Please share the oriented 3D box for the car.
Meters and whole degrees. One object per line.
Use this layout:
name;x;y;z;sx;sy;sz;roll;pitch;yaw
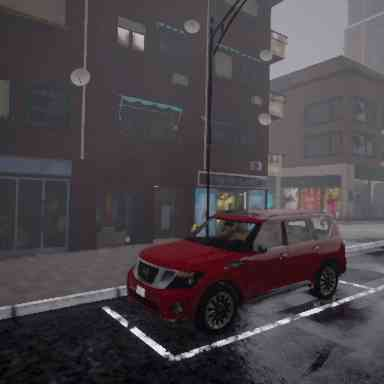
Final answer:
car;1.210;1.318;6.927;5.009;1.841;2.192;0;2;-35
